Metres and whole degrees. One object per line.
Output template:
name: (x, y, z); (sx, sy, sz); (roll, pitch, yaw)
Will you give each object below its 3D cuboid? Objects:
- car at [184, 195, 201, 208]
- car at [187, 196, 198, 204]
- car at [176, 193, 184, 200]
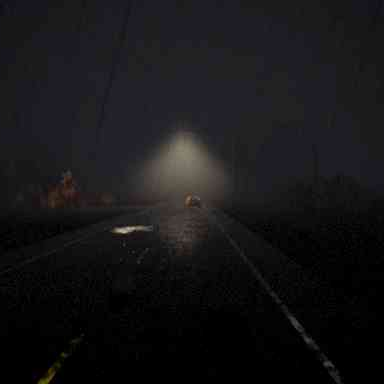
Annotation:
car: (0.196, 1.370, 47.236); (1.882, 1.535, 5.008); (0, 0, 0)
car: (0.122, 1.429, 60.047); (1.994, 1.385, 4.181); (0, 0, 0)
car: (-3.001, 1.156, 89.263); (2.097, 1.767, 4.553); (0, 0, 2)
